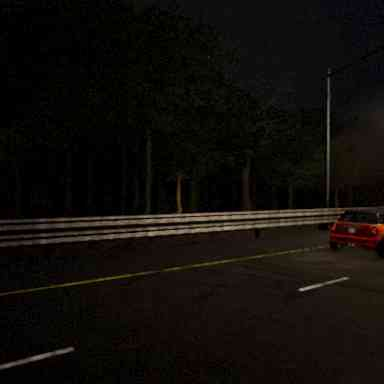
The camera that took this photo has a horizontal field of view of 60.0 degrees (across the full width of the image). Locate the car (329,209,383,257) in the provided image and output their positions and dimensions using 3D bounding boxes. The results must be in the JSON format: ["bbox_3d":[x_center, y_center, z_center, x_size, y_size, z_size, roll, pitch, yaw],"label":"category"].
[{"bbox_3d":[7.697,1.482,13.624,4.553,1.767,2.097,1,-1,-35],"label":"car"}]
